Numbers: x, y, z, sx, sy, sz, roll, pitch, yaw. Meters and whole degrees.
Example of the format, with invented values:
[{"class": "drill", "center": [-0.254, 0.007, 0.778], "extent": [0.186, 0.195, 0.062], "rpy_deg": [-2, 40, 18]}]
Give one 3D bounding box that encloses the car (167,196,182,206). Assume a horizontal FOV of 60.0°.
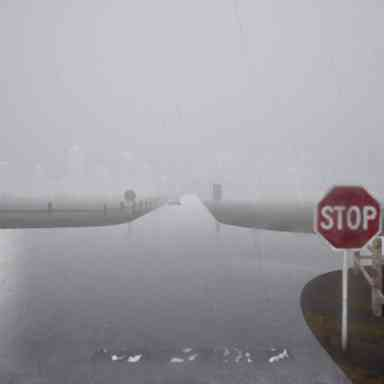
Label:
[{"class": "car", "center": [-2.636, 1.396, 51.020], "extent": [1.837, 1.490, 4.892], "rpy_deg": [0, 1, 0]}]
